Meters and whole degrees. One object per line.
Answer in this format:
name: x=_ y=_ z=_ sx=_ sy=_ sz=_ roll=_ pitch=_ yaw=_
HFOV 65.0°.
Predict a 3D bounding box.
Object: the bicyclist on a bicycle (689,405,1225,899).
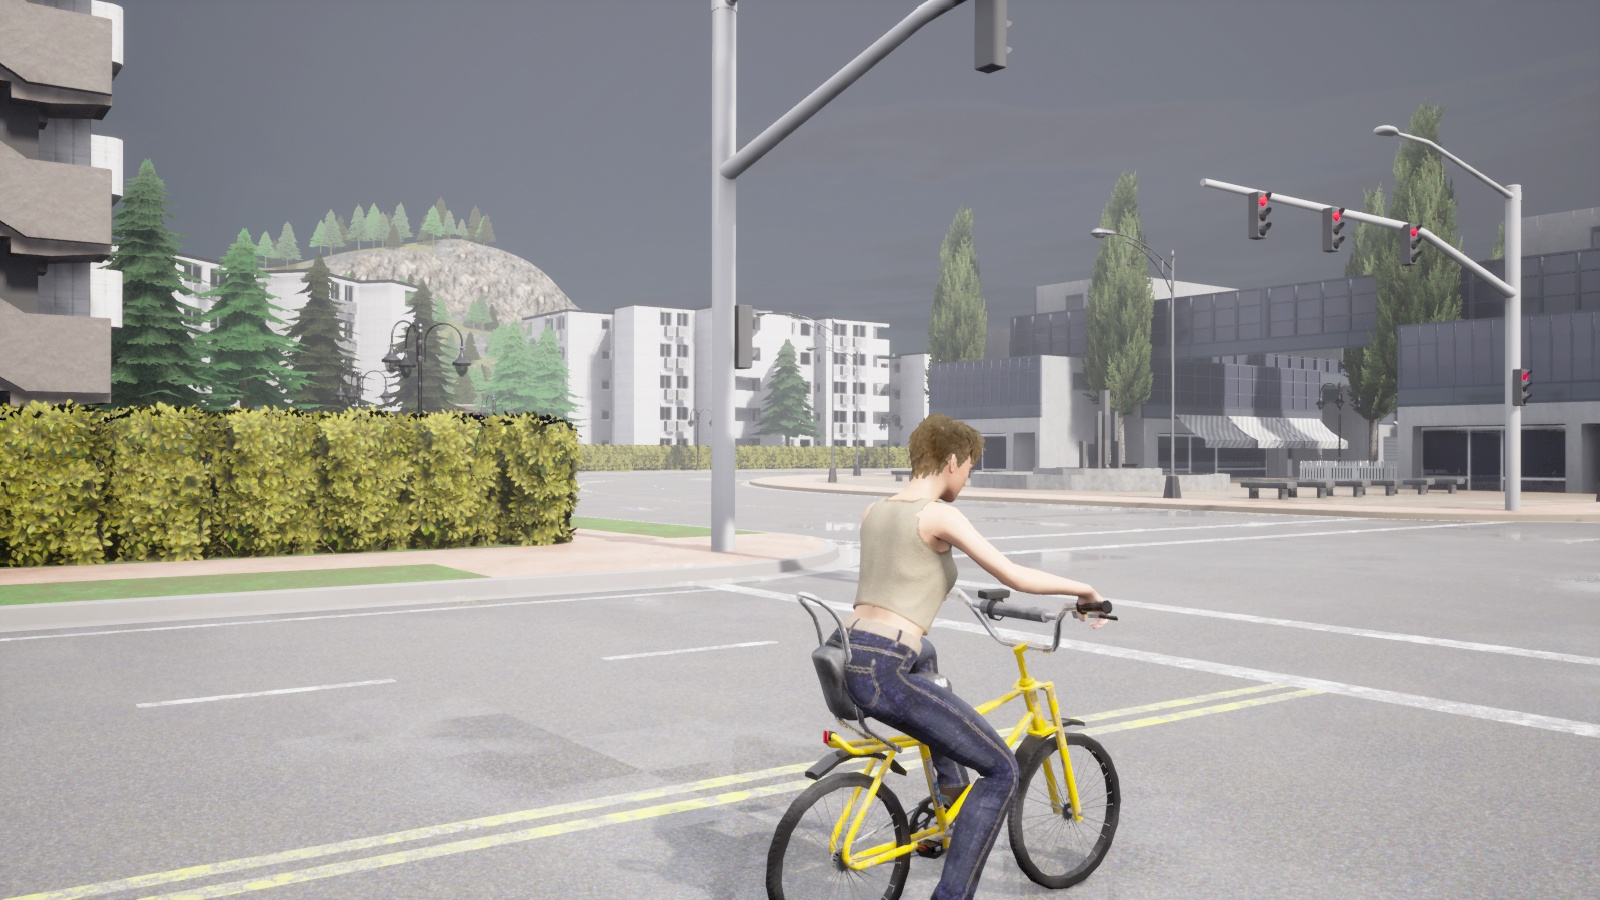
bicyclist on a bicycle: x=0.520 y=0.690 z=4.026 sx=1.509 sy=1.612 sz=0.866 roll=0 pitch=0 yaw=-35
